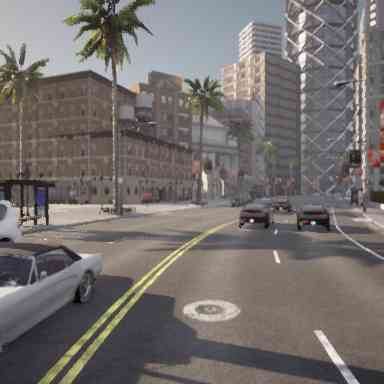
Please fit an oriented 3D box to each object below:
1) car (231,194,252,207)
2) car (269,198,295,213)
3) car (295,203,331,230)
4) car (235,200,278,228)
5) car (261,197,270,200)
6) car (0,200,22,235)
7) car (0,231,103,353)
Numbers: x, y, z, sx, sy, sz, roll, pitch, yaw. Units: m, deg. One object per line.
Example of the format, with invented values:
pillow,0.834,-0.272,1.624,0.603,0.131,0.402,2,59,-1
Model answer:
car,7.398,1.270,49.037,2.150,2.045,5.566,0,0,22
car,10.277,1.473,37.296,1.837,1.490,4.892,0,0,22
car,7.709,1.487,21.205,1.837,1.490,4.892,0,0,19
car,4.439,1.484,22.425,1.837,1.490,4.892,0,0,19
car,10.649,1.513,47.739,1.812,1.442,4.674,0,0,22
car,-6.415,1.215,7.809,2.150,2.045,5.566,0,0,7
car,-3.168,1.596,5.457,1.895,1.301,4.718,0,0,6
